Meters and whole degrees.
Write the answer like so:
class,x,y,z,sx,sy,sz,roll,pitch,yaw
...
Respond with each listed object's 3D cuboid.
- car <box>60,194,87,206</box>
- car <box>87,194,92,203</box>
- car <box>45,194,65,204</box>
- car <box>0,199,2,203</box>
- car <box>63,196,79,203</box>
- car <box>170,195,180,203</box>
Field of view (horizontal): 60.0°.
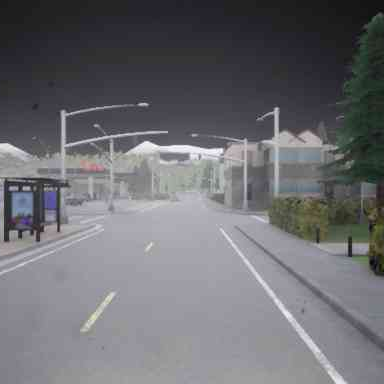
class,x,y,z,sx,sy,sz,roll,pitch,yaw
car,-18.922,1.487,52.989,2.007,1.523,4.514,0,0,0
car,-22.625,1.266,70.858,1.905,1.878,3.866,0,0,0
car,-25.891,1.286,62.981,1.932,1.855,4.605,0,0,0
car,-38.349,1.487,63.659,2.007,1.523,4.514,0,0,0
car,-25.952,1.550,71.460,1.970,1.475,3.806,0,0,0
car,-3.500,1.469,69.987,1.837,1.490,4.892,0,0,0
